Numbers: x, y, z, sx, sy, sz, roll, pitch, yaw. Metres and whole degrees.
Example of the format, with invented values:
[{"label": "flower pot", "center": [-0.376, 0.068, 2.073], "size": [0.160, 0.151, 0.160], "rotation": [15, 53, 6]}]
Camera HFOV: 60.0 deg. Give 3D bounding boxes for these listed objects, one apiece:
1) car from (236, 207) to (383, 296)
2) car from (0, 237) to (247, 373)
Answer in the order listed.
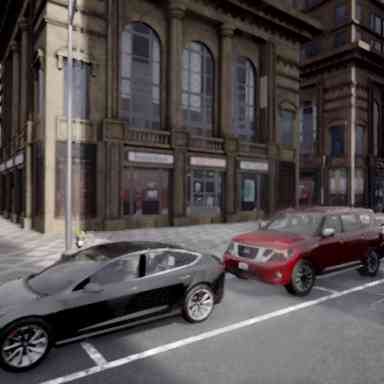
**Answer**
[{"label": "car", "center": [3.207, 1.350, 8.908], "size": [5.009, 1.841, 2.192], "rotation": [0, 0, -35]}, {"label": "car", "center": [-1.363, 1.576, 5.667], "size": [4.313, 1.339, 1.947], "rotation": [0, 0, -35]}]
